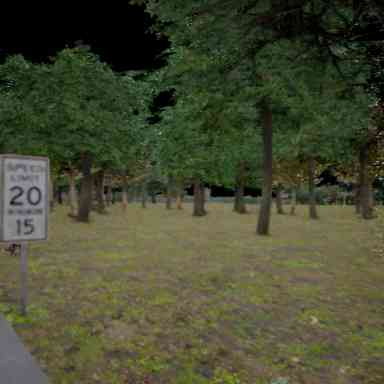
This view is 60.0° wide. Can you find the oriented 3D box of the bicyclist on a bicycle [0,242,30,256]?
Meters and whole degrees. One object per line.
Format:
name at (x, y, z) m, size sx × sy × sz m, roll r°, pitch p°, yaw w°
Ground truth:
bicyclist on a bicycle at (-6.781, 1.581, 12.117) m, size 1.656 × 1.620 × 0.582 m, roll 2°, pitch -2°, yaw -40°
